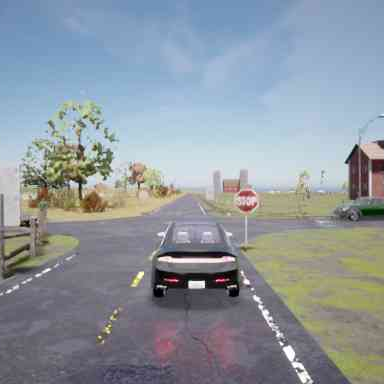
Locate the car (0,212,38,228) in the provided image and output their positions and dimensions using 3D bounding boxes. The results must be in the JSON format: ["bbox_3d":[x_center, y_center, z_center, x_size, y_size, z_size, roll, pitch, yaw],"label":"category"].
[{"bbox_3d":[-12.421,1.699,21.467,5.357,1.411,2.033,-1,1,-3],"label":"car"}]

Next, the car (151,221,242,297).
[{"bbox_3d":[0.084,1.486,8.531,2.128,1.511,4.902,0,0,0],"label":"car"}]

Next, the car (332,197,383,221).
[{"bbox_3d":[12.671,1.125,24.103,4.553,1.767,2.097,-1,0,0],"label":"car"}]

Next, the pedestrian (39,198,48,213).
[{"bbox_3d":[-12.207,1.400,27.277,0.375,1.860,0.375,0,1,0],"label":"pedestrian"}]
